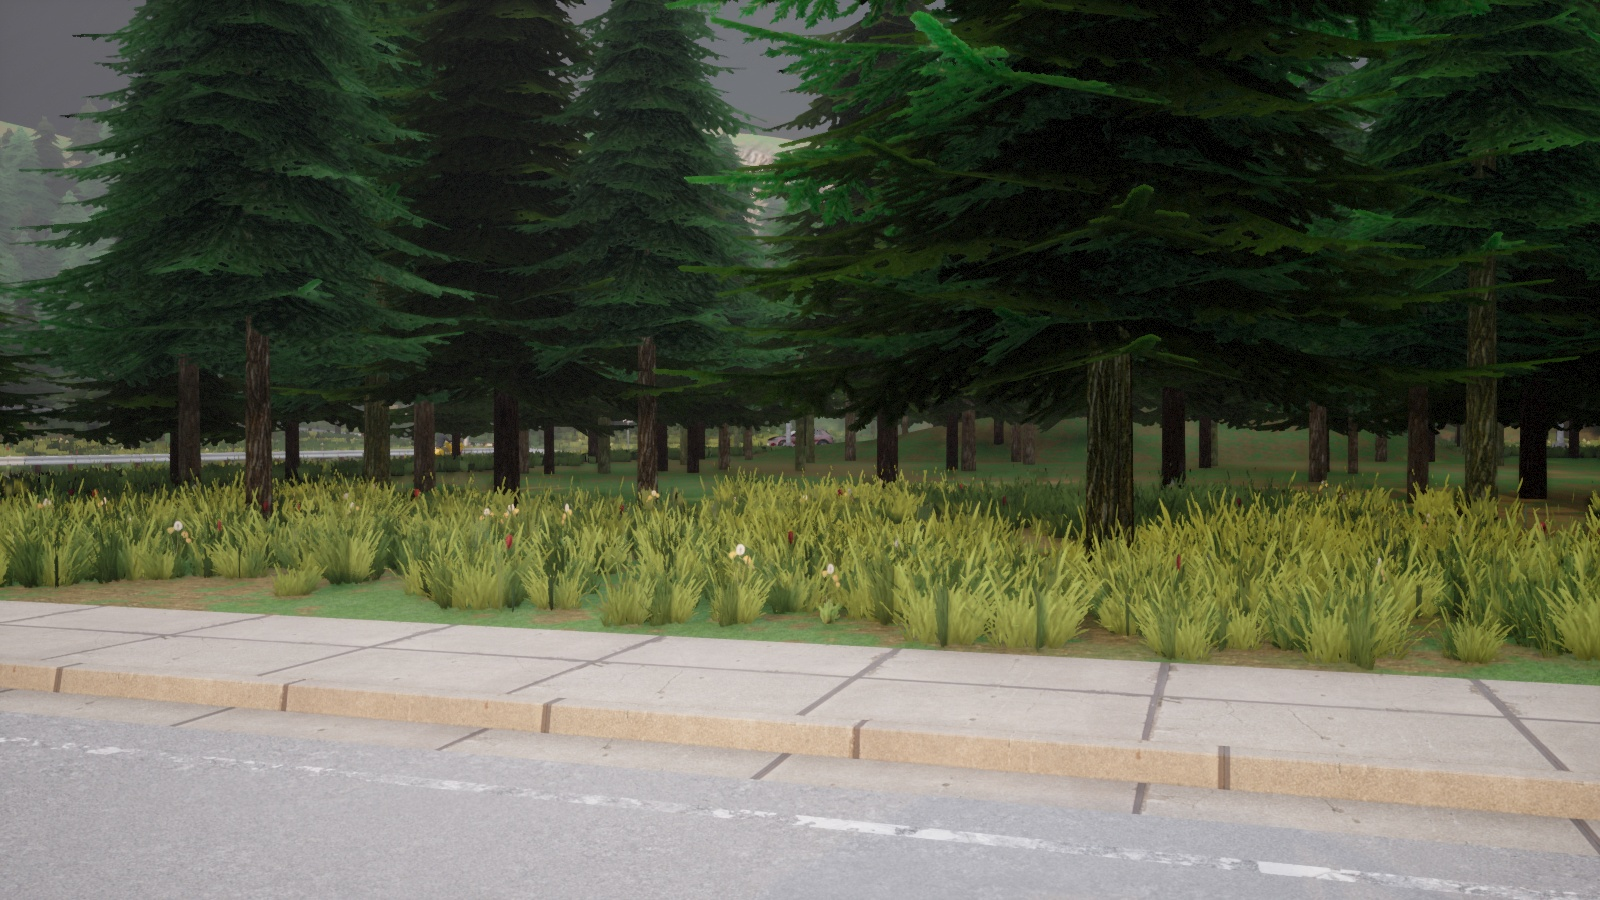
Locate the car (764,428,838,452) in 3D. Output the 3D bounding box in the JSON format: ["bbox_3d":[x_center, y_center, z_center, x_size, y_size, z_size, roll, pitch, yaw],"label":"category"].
[{"bbox_3d":[0.050,-0.695,88.990,4.856,1.649,2.033,0,1,-19],"label":"car"}]
